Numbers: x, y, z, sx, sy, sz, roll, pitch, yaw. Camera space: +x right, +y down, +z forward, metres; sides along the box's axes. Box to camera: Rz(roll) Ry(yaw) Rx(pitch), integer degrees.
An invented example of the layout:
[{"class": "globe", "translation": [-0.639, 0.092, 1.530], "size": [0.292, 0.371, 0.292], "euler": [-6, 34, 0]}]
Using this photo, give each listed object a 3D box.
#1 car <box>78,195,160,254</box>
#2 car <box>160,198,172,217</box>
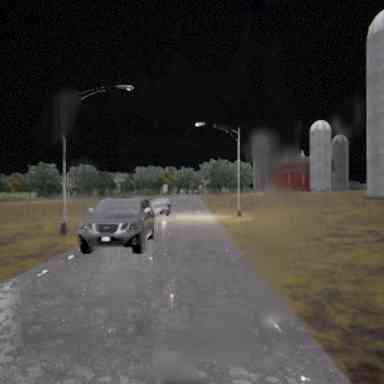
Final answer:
[{"class": "car", "translation": [-2.814, 1.180, 13.705], "size": [2.150, 2.045, 5.566], "euler": [0, 0, 0]}, {"class": "car", "translation": [-2.777, 1.286, 29.345], "size": [2.128, 1.511, 4.902], "euler": [0, 1, 0]}]
